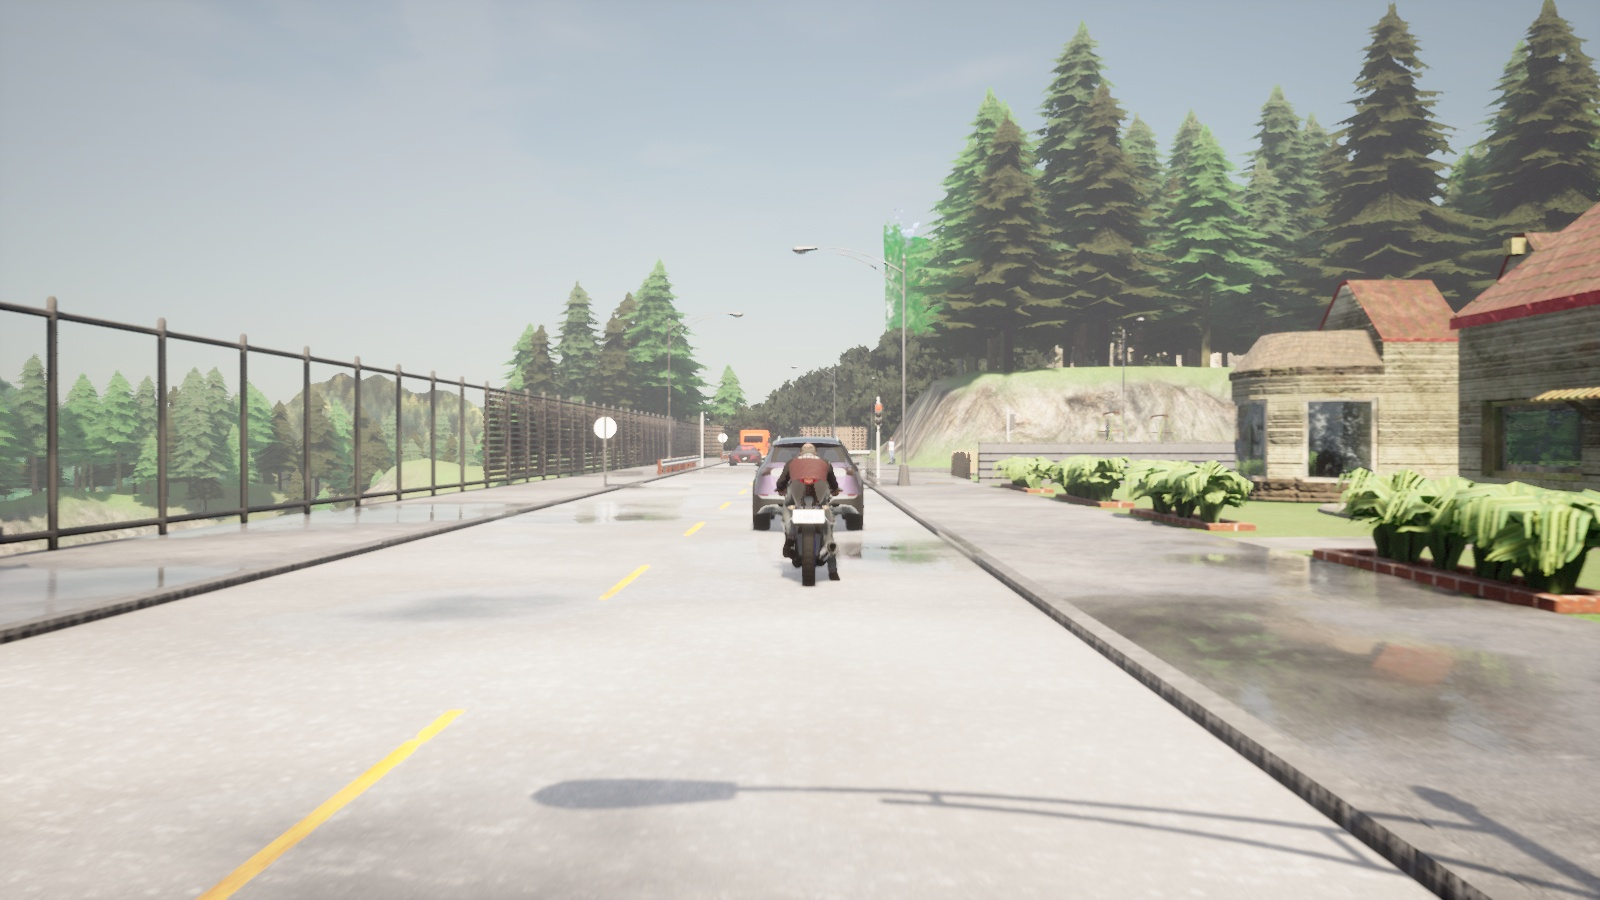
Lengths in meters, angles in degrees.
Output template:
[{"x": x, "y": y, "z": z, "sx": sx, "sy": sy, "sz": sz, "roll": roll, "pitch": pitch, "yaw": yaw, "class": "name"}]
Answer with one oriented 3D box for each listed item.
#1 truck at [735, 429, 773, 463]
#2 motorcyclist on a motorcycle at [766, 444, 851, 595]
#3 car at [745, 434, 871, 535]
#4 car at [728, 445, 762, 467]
[{"x": -3.412, "y": -0.264, "z": 94.554, "sx": 2.627, "sy": 2.467, "sz": 5.204, "roll": 0, "pitch": -1, "yaw": 0, "class": "truck"}, {"x": 0.094, "y": 0.703, "z": 13.858, "sx": 0.866, "sy": 1.530, "sz": 2.191, "roll": 0, "pitch": 0, "yaw": 0, "class": "motorcyclist on a motorcycle"}, {"x": 0.148, "y": 0.548, "z": 22.828, "sx": 2.033, "sy": 1.649, "sz": 4.856, "roll": 0, "pitch": 0, "yaw": 0, "class": "car"}, {"x": -3.496, "y": 0.351, "z": 81.049, "sx": 1.994, "sy": 1.385, "sz": 4.181, "roll": 0, "pitch": 0, "yaw": 0, "class": "car"}]
